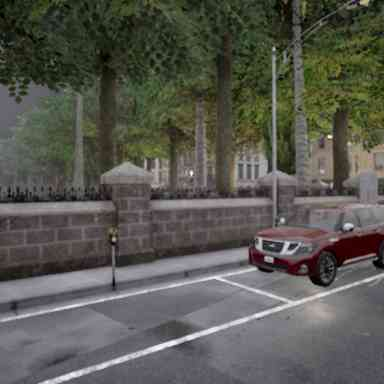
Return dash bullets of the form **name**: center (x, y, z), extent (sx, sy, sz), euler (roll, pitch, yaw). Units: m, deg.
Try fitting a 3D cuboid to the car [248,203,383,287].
- **car**: center (3.864, 1.273, 9.383), extent (5.009, 1.841, 2.192), euler (0, 0, -36)
